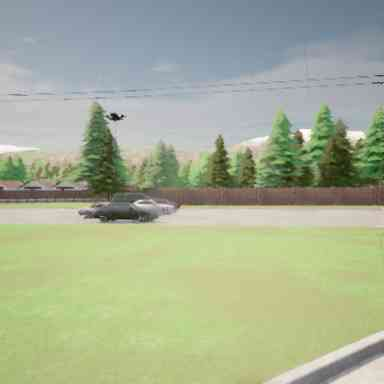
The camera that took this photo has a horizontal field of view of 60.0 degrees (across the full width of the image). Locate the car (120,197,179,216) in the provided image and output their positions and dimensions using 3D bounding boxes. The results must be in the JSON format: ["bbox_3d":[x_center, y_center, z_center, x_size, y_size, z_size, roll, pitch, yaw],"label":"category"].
[{"bbox_3d":[-3.855,1.412,30.582,4.674,1.442,1.812,0,0,6],"label":"car"}]

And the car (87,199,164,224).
[{"bbox_3d":[-4.664,1.445,23.629,4.674,1.442,1.812,0,0,6],"label":"car"}]

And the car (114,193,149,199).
[{"bbox_3d":[-5.456,1.099,34.277,5.566,2.045,2.150,0,0,7],"label":"car"}]

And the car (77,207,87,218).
[{"bbox_3d":[-6.865,1.513,27.396,4.718,1.301,1.895,0,0,7],"label":"car"}]
